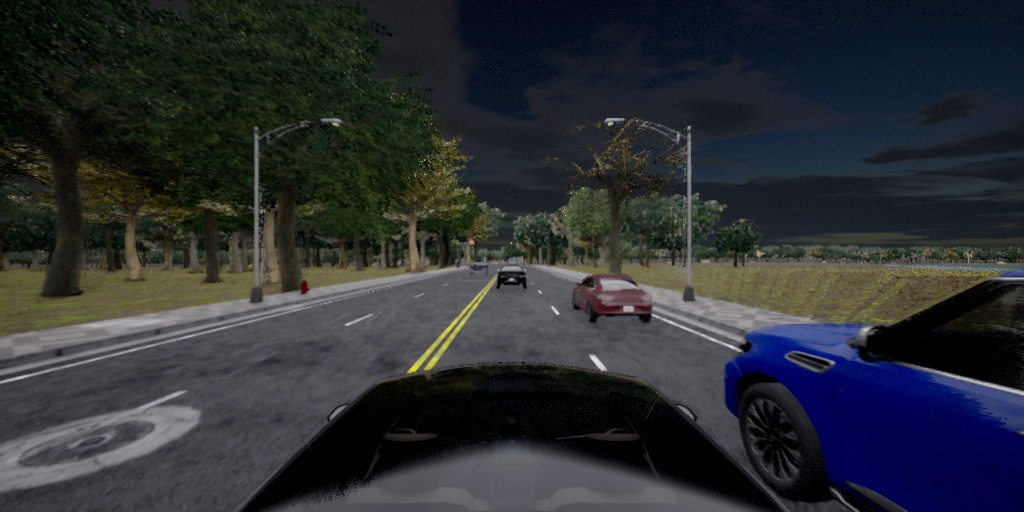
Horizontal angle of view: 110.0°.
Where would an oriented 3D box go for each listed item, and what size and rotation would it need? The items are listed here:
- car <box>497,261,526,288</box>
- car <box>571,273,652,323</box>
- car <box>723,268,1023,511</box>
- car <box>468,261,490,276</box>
[{"bbox_3d":[-0.021,1.341,24.886,1.882,1.535,5.008,0,0,0],"label":"car"},{"bbox_3d":[3.247,1.319,12.282,1.812,1.442,4.674,0,0,0],"label":"car"},{"bbox_3d":[3.250,0.970,1.312,2.150,2.045,5.566,0,0,0],"label":"car"},{"bbox_3d":[-3.261,1.203,36.611,2.033,1.411,5.357,0,0,0],"label":"car"}]
